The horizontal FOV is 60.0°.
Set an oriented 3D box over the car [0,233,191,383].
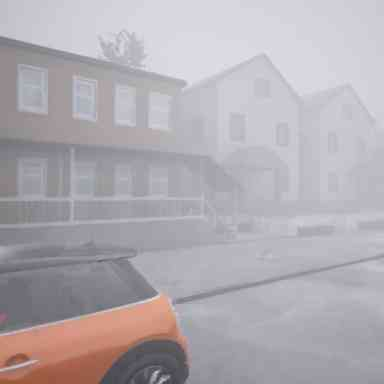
[{"bbox_3d":[-2.300,1.349,2.961,4.553,1.767,2.097,0,0,-35],"label":"car"}]
